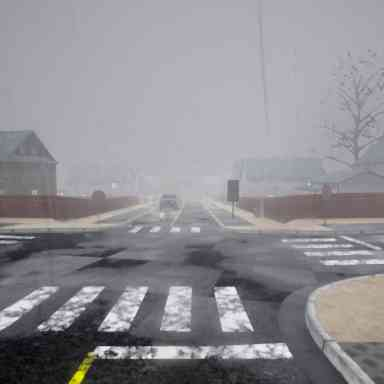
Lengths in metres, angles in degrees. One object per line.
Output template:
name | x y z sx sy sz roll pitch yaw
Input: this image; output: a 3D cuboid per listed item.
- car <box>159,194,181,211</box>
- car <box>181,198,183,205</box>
car | -2.867 1.221 41.937 2.150 2.045 5.566 0 0 0
car | -2.779 1.558 61.866 1.837 1.490 4.892 0 0 0
